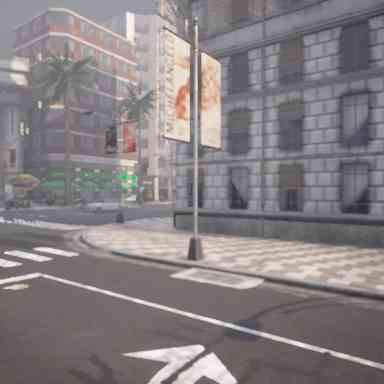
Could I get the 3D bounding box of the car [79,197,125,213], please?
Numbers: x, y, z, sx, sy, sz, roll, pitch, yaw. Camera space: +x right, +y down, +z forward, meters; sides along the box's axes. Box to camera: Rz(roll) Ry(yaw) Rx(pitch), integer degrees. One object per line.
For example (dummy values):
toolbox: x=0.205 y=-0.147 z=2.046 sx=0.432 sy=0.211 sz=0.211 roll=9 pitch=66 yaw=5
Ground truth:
car: x=-9.392 y=1.439 z=36.114 sx=1.812 sy=1.442 sz=4.674 roll=0 pitch=0 yaw=36

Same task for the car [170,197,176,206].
car: x=-0.978 y=1.117 z=52.933 sx=2.150 sy=2.045 sz=5.566 roll=0 pitch=1 yaw=41

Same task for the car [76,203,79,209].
car: x=-11.300 y=1.395 z=39.401 sx=2.128 sy=1.511 sz=4.902 roll=0 pitch=0 yaw=36
